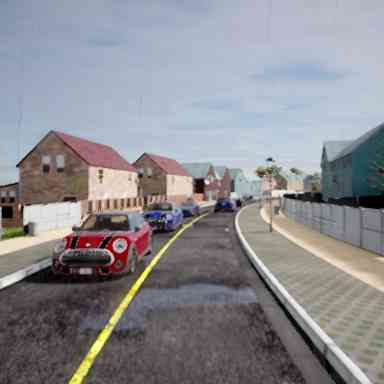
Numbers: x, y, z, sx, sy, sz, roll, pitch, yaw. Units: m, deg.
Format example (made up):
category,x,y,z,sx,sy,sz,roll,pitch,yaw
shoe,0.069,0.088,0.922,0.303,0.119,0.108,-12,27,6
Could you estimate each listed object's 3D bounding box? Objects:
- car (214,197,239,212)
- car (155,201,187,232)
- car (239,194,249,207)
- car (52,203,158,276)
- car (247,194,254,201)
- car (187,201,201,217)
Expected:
category,x,y,z,sx,sy,sz,roll,pitch,yaw
car,3.766,1.285,37.164,2.097,1.767,4.553,0,0,12
car,-1.846,1.408,20.776,2.097,1.767,4.553,0,0,6
car,6.493,1.394,47.781,1.994,1.385,4.181,0,1,16
car,-2.585,1.405,10.617,2.097,1.767,4.553,0,0,3
car,11.699,1.077,70.047,2.128,1.511,4.902,0,1,23
car,-0.377,1.552,31.461,2.033,1.411,5.357,0,0,11
